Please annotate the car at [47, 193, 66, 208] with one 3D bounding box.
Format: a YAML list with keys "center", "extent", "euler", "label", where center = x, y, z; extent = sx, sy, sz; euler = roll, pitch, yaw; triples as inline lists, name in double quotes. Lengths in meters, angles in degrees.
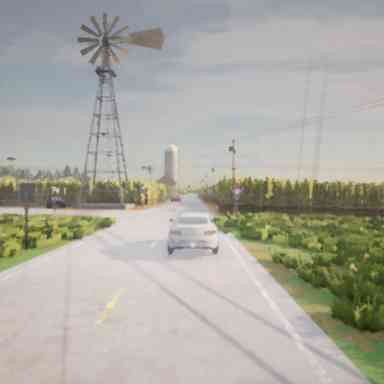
- center: [-17.222, 1.124, 42.162]
  extent: [1.905, 1.878, 3.866]
  euler: [0, 0, -31]
  label: "car"

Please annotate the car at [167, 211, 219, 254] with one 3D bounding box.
- center: [0.049, 1.496, 13.229]
  extent: [1.812, 1.442, 4.674]
  euler: [0, 0, 1]
  label: "car"

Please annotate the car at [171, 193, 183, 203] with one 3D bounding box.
- center: [-3.207, 1.331, 66.335]
  extent: [1.882, 1.535, 5.008]
  euler: [0, 0, 0]
  label: "car"

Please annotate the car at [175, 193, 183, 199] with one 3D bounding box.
- center: [-3.200, 0.958, 81.849]
  extent: [1.812, 1.442, 4.674]
  euler: [0, 0, 0]
  label: "car"
